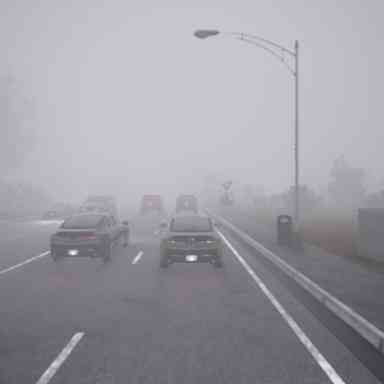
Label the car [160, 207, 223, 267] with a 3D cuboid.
[{"bbox_3d":[-0.041,1.518,11.432,1.837,1.490,4.892,0,1,-1],"label":"car"}]

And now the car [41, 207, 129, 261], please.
[{"bbox_3d":[-3.552,1.519,12.262,1.837,1.490,4.892,0,0,-1],"label":"car"}]

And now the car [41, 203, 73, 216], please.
[{"bbox_3d":[-11.099,1.594,28.228,1.994,1.385,4.181,0,0,-2],"label":"car"}]

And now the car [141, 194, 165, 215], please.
[{"bbox_3d":[-4.086,1.256,35.001,2.150,2.045,5.566,0,0,-2],"label":"car"}]

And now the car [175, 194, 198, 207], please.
[{"bbox_3d":[-0.585,1.256,35.020,2.150,2.045,5.566,0,0,-2],"label":"car"}]

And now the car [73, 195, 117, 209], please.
[{"bbox_3d":[-7.570,1.249,27.178,2.150,2.045,5.566,0,0,-2],"label":"car"}]
